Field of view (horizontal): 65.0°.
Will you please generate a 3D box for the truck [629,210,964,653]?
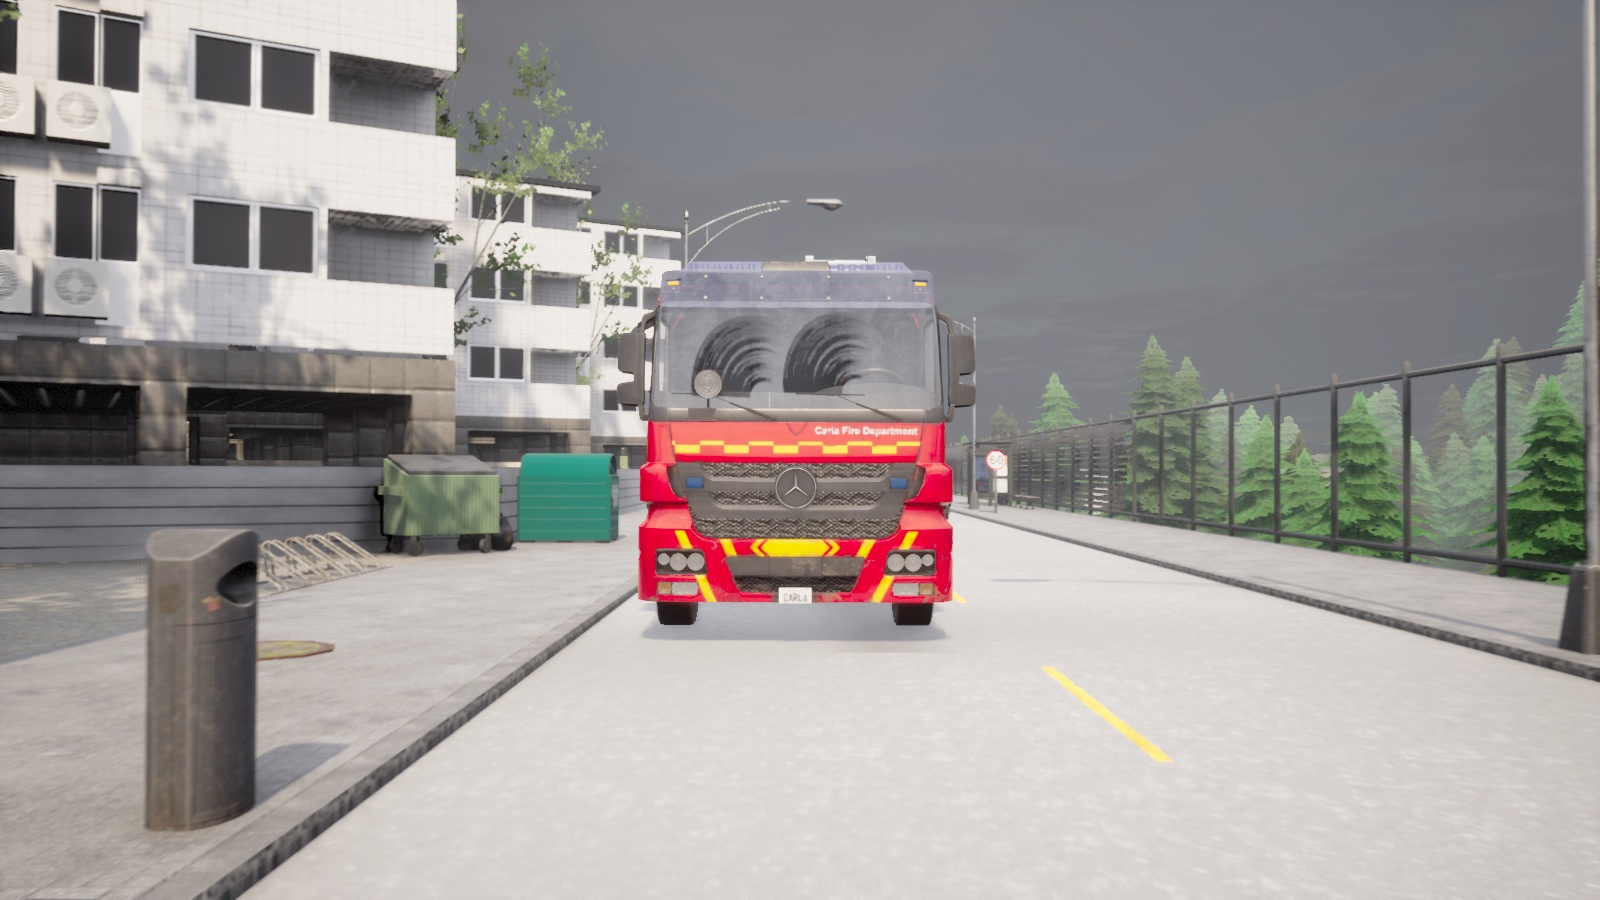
[{"bbox_3d":[-0.044,-0.097,15.113,2.891,3.827,8.468,0,-1,0],"label":"truck"}]
